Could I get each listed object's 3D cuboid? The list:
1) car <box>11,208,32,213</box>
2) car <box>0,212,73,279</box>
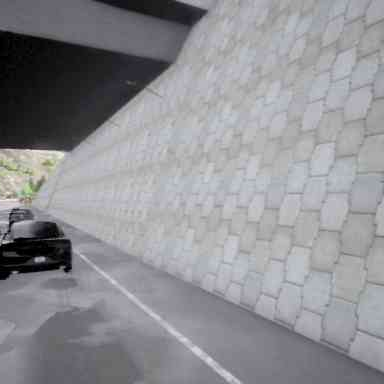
[{"bbox_3d":[-14.042,2.035,27.398,2.033,1.411,5.357,-1,-1,-28],"label":"car"},{"bbox_3d":[-5.195,1.667,10.986,1.882,1.535,5.008,-1,0,-28],"label":"car"}]
